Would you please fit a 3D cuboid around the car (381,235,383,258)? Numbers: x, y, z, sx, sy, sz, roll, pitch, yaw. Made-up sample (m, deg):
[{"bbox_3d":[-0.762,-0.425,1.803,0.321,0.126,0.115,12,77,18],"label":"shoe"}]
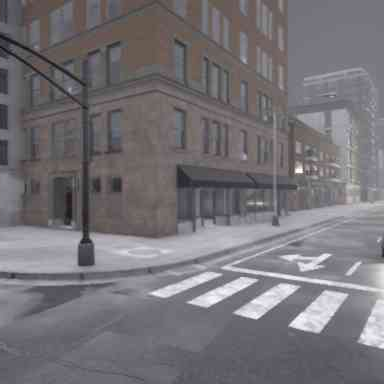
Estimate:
[{"bbox_3d":[8.061,1.571,11.902,1.994,1.385,4.181,0,0,35],"label":"car"}]
